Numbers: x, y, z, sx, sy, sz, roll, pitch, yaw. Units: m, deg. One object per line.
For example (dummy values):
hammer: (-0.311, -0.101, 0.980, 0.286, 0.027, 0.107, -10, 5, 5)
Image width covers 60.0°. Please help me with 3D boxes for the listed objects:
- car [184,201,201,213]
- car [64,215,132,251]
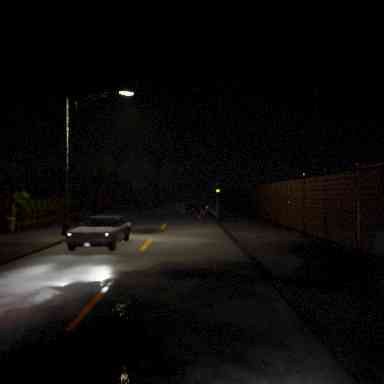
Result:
car: (0.098, 1.898, 41.894, 1.812, 1.442, 4.674, 0, -1, 0)
car: (-3.998, 1.735, 14.922, 1.895, 1.301, 4.718, 0, -1, 0)
